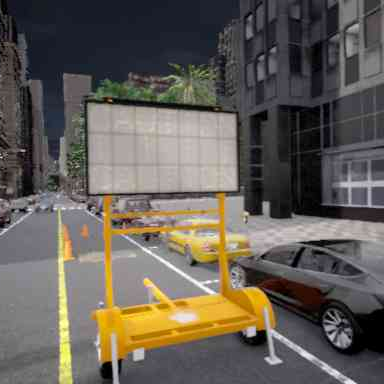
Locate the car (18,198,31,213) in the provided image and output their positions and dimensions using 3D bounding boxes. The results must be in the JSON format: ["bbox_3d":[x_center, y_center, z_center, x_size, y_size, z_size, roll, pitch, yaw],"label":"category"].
[{"bbox_3d":[-19.979,1.716,38.421,1.947,1.339,4.313,-1,0,-22],"label":"car"}]

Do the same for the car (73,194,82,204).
[{"bbox_3d":[-21.981,1.565,66.225,1.947,1.339,4.313,-1,0,-22],"label":"car"}]

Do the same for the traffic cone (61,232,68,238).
[{"bbox_3d":[-4.933,1.969,13.074,0.340,0.580,0.340,-1,0,-22],"label":"traffic cone"}]

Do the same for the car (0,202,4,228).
[{"bbox_3d":[-11.785,1.555,18.056,1.967,1.590,4.097,-1,0,-22],"label":"car"}]

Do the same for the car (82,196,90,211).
[{"bbox_3d":[-12.069,1.300,41.586,2.192,1.841,5.009,-1,0,-22],"label":"car"}]

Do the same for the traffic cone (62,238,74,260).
[{"bbox_3d":[-4.186,1.965,11.219,0.340,0.580,0.340,-1,0,-22],"label":"traffic cone"}]

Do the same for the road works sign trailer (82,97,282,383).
[{"bbox_3d":[-0.418,0.437,5.193,2.380,3.560,2.880,-1,0,-22],"label":"road works sign trailer"}]

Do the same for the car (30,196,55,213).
[{"bbox_3d":[-17.330,1.589,39.127,2.128,1.511,4.902,-1,0,-22],"label":"car"}]

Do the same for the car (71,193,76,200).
[{"bbox_3d":[-26.031,1.440,76.281,1.967,1.590,4.097,-1,0,-22],"label":"car"}]

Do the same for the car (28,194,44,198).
[{"bbox_3d":[-29.900,1.479,63.058,2.192,1.841,5.009,-1,0,-22],"label":"car"}]

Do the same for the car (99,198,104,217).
[{"bbox_3d":[-5.983,1.485,26.474,1.752,1.417,4.829,-1,0,-22],"label":"car"}]

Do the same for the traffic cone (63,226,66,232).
[{"bbox_3d":[-5.679,1.973,14.929,0.340,0.580,0.340,-1,0,-22],"label":"traffic cone"}]

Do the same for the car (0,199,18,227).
[{"bbox_3d":[-13.836,1.440,23.146,2.192,1.841,5.009,-1,0,-22],"label":"car"}]

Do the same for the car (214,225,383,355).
[{"bbox_3d":[2.275,1.484,5.957,1.947,1.339,4.313,-1,0,-22],"label":"car"}]

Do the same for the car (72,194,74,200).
[{"bbox_3d":[-24.005,1.582,71.253,1.802,1.307,4.206,-1,0,-22],"label":"car"}]

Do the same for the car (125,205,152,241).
[{"bbox_3d":[-1.821,1.521,16.136,1.802,1.307,4.206,-1,0,-22],"label":"car"}]

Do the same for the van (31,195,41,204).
[{"bbox_3d":[-31.923,1.506,68.087,1.690,1.788,3.998,-1,0,-22],"label":"van"}]

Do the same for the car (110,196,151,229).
[{"bbox_3d":[-3.875,1.264,21.225,2.192,1.841,5.009,-1,0,-22],"label":"car"}]

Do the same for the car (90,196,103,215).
[{"bbox_3d":[-7.972,1.285,31.405,2.192,1.841,5.009,-1,0,-22],"label":"car"}]

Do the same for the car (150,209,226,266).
[{"bbox_3d":[0.163,1.454,11.204,1.752,1.417,4.829,-1,0,-22],"label":"car"}]

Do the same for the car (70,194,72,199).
[{"bbox_3d":[-30.076,1.579,86.338,1.802,1.307,4.206,-1,0,-22],"label":"car"}]
